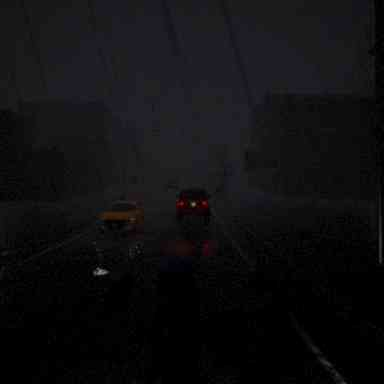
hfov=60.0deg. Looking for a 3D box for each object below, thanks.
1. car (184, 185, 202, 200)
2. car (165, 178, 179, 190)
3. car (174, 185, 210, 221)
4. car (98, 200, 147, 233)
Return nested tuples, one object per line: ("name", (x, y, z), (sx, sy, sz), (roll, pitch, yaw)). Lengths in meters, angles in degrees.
("car", (0.086, 0.026, 41.168), (2.128, 1.511, 4.902), (0, 4, 0))
("car", (-3.566, -1.449, 59.193), (2.150, 2.045, 5.566), (0, 4, 1))
("car", (0.093, 0.776, 22.931), (2.150, 2.045, 5.566), (0, 2, 0))
("car", (-3.605, 1.213, 17.991), (1.882, 1.535, 5.008), (0, 2, 0))
